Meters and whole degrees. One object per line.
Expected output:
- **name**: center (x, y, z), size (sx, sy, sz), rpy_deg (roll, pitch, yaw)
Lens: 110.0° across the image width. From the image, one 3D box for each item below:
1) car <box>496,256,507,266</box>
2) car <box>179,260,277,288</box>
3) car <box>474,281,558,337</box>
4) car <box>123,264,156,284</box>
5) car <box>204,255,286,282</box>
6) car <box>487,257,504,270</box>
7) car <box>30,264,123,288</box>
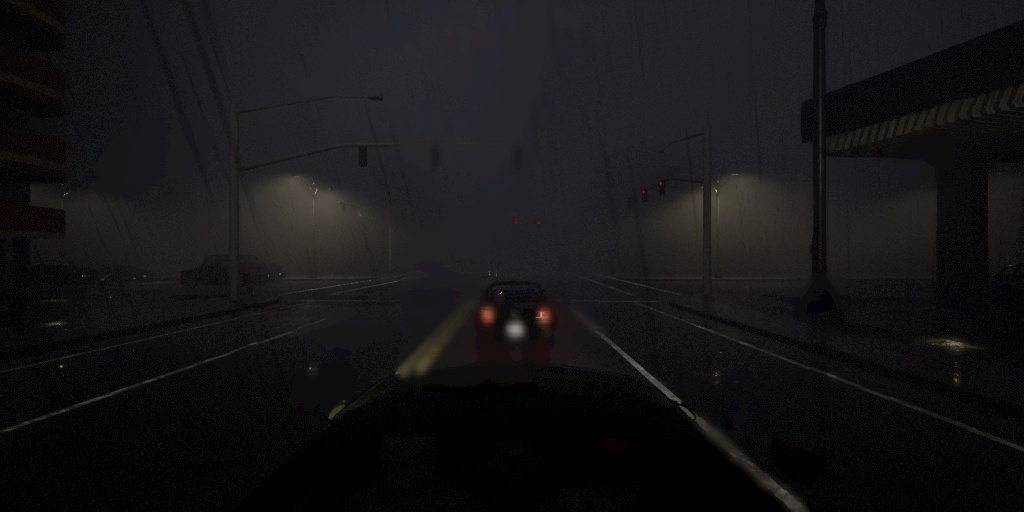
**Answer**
- **car**: center (-2.586, 1.241, 64.147), size (2.128, 1.511, 4.902), rpy_deg (0, 0, 1)
- **car**: center (-18.327, 1.228, 22.989), size (5.008, 1.535, 1.882), rpy_deg (0, 0, 1)
- **car**: center (0.099, 1.351, 10.218), size (1.895, 1.301, 4.718), rpy_deg (0, 0, 0)
- **car**: center (-29.305, 1.314, 26.688), size (4.181, 1.385, 1.994), rpy_deg (0, 0, 0)
- **car**: center (-19.887, 0.971, 26.537), size (5.566, 2.045, 2.150), rpy_deg (0, 0, 1)
- **car**: center (-2.709, 1.241, 53.963), size (2.128, 1.511, 4.902), rpy_deg (0, 0, 1)
- **car**: center (-28.868, 1.241, 23.182), size (4.902, 1.511, 2.128), rpy_deg (0, 0, 1)
